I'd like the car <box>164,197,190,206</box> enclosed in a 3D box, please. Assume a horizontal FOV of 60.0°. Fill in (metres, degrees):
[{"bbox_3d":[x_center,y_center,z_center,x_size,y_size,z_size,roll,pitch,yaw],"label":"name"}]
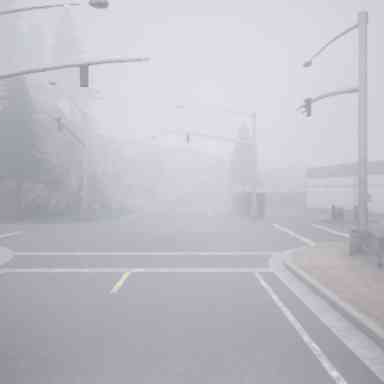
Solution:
[{"bbox_3d":[-2.257,1.418,50.105,1.895,1.301,4.718,0,0,31],"label":"car"}]
